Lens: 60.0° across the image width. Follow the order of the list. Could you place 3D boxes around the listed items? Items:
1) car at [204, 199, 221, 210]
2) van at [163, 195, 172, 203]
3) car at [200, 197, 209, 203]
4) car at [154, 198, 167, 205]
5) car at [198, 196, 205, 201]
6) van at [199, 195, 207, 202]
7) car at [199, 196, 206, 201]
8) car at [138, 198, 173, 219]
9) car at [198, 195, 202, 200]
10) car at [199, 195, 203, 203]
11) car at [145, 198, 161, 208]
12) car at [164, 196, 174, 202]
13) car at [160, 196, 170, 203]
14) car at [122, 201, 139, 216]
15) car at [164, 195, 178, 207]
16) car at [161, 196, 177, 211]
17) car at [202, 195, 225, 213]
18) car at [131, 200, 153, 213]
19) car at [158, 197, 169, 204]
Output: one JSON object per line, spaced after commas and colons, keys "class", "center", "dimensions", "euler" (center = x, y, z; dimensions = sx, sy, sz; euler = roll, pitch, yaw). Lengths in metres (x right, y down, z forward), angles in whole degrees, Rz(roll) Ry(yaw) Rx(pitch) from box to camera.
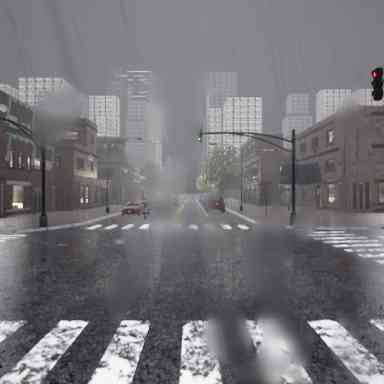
{"class": "car", "center": [2.685, 1.643, 44.044], "dimensions": [1.947, 1.339, 4.313], "euler": [0, 0, 0]}
{"class": "van", "center": [-5.699, 1.509, 77.195], "dimensions": [1.690, 1.788, 3.998], "euler": [0, 0, 0]}
{"class": "car", "center": [2.682, 1.732, 71.670], "dimensions": [1.802, 1.307, 4.206], "euler": [0, 0, 0]}
{"class": "car", "center": [-5.697, 1.700, 60.619], "dimensions": [1.802, 1.307, 4.206], "euler": [0, 0, 0]}
{"class": "car", "center": [2.679, 1.806, 93.771], "dimensions": [1.802, 1.307, 4.206], "euler": [0, 0, 0]}
{"class": "van", "center": [2.680, 1.527, 82.722], "dimensions": [1.690, 1.788, 3.998], "euler": [0, 0, 0]}
{"class": "car", "center": [2.679, 1.731, 88.416], "dimensions": [1.752, 1.417, 4.829], "euler": [0, 0, 0]}
{"class": "car", "center": [-3.102, 1.537, 29.515], "dimensions": [2.128, 1.511, 4.902], "euler": [0, 0, 0]}
{"class": "car", "center": [2.683, 1.669, 60.620], "dimensions": [2.008, 1.369, 4.403], "euler": [0, 0, 0]}
{"class": "car", "center": [2.684, 1.670, 55.095], "dimensions": [1.947, 1.339, 4.313], "euler": [0, 0, 0]}
{"class": "car", "center": [-5.695, 1.615, 49.398], "dimensions": [1.752, 1.417, 4.829], "euler": [0, 0, 0]}
{"class": "car", "center": [-5.700, 1.737, 82.720], "dimensions": [2.008, 1.369, 4.403], "euler": [0, 0, 0]}
{"class": "car", "center": [-5.699, 1.675, 71.499], "dimensions": [1.752, 1.417, 4.829], "euler": [0, 0, 0]}
{"class": "car", "center": [-5.781, 1.598, 32.996], "dimensions": [1.887, 1.381, 4.507], "euler": [0, 0, 0]}
{"class": "car", "center": [-3.094, 1.583, 50.077], "dimensions": [2.128, 1.511, 4.902], "euler": [0, 0, 0]}
{"class": "car", "center": [-3.099, 1.572, 39.690], "dimensions": [1.837, 1.490, 4.892], "euler": [0, 0, 0]}
{"class": "car", "center": [2.687, 1.380, 38.519], "dimensions": [2.192, 1.841, 5.009], "euler": [0, 0, 0]}
{"class": "car", "center": [-5.694, 1.631, 38.517], "dimensions": [1.947, 1.339, 4.313], "euler": [0, 0, 0]}
{"class": "car", "center": [-5.698, 1.716, 66.144], "dimensions": [1.802, 1.307, 4.206], "euler": [0, 0, 0]}
